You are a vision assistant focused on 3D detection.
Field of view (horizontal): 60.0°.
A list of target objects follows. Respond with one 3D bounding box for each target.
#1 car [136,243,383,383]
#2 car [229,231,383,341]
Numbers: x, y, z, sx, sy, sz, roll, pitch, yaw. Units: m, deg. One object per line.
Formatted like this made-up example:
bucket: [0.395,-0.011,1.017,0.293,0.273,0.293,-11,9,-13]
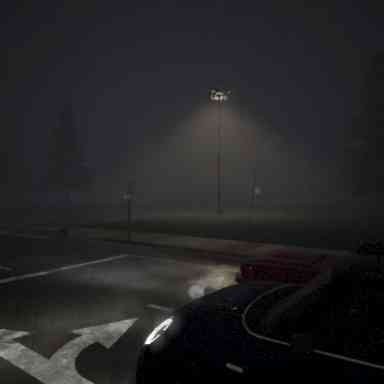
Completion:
car: [1.666,1.351,2.776,4.553,1.767,2.097,0,0,35]
car: [3.209,1.599,5.975,4.718,1.301,1.895,0,0,35]
